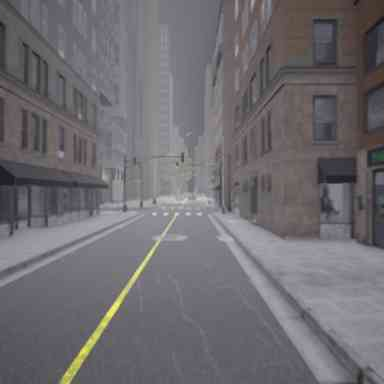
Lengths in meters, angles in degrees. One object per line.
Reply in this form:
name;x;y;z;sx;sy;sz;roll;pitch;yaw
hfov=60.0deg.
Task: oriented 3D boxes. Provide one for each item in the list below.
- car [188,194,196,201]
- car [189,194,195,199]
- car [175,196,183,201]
car;-0.023;1.446;83.592;2.128;1.511;4.902;0;0;0
car;-0.027;1.270;94.015;1.812;1.442;4.674;0;0;0
car;-3.023;1.530;78.379;1.895;1.301;4.718;0;0;0
